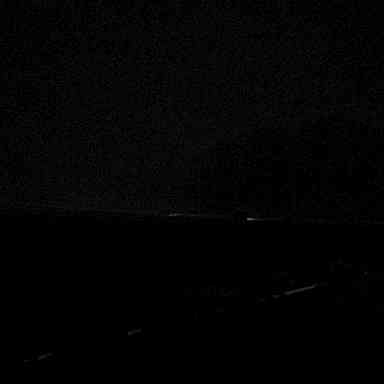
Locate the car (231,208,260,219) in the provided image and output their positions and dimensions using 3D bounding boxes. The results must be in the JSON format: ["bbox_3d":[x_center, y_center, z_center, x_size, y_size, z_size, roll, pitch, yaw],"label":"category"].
[{"bbox_3d":[7.348,2.918,46.370,1.812,1.442,4.674,1,-3,-33],"label":"car"}]

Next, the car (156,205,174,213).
[{"bbox_3d":[-6.038,3.700,73.493,1.882,1.535,5.008,1,-2,-33],"label":"car"}]

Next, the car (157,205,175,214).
[{"bbox_3d":[-5.095,3.628,65.619,1.837,1.490,4.892,1,-3,-33],"label":"car"}]

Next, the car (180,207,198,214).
[{"bbox_3d":[-0.575,3.622,65.105,1.812,1.442,4.674,1,-2,-33],"label":"car"}]
